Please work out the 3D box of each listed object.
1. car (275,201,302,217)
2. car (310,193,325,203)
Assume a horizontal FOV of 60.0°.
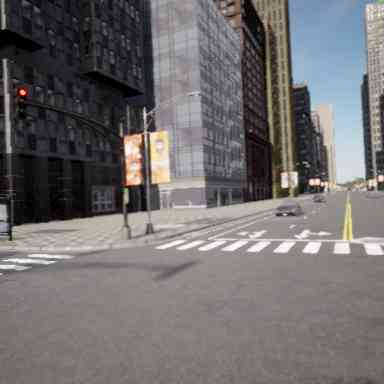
[{"bbox_3d":[9.090,1.522,30.941,2.033,1.411,5.357,-3,-1,25],"label":"car"},{"bbox_3d":[23.156,1.164,60.811,1.837,1.490,4.892,-3,0,25],"label":"car"}]
